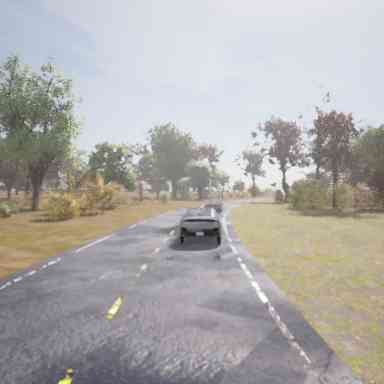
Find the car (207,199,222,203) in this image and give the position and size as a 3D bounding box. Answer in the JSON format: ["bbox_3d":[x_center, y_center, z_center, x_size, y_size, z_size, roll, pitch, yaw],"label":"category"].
[{"bbox_3d":[2.519,1.537,37.309,2.033,1.411,5.357,0,0,9],"label":"car"}]

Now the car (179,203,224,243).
[{"bbox_3d":[0.444,1.488,16.007,2.128,1.511,4.902,0,0,3],"label":"car"}]
